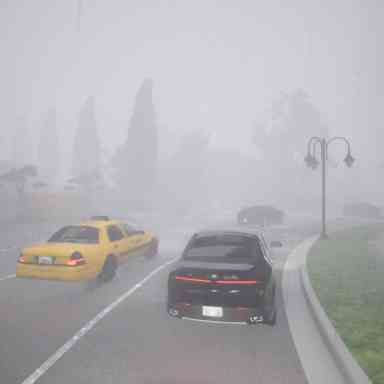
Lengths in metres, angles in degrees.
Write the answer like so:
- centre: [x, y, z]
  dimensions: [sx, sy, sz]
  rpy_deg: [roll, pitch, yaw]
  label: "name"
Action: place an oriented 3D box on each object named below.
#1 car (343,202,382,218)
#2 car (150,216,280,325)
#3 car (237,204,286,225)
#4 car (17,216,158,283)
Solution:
- centre: [17.471, 1.783, 33.976]
  dimensions: [5.008, 1.535, 1.882]
  rpy_deg: [1, -1, -35]
  label: "car"
- centre: [0.844, 1.511, 7.242]
  dimensions: [1.837, 1.490, 4.892]
  rpy_deg: [0, 0, 13]
  label: "car"
- centre: [5.044, 1.632, 23.729]
  dimensions: [1.837, 1.490, 4.892]
  rpy_deg: [-1, -1, 40]
  label: "car"
- centre: [-2.553, 1.474, 9.751]
  dimensions: [1.801, 1.575, 5.366]
  rpy_deg: [0, 0, 15]
  label: "car"
